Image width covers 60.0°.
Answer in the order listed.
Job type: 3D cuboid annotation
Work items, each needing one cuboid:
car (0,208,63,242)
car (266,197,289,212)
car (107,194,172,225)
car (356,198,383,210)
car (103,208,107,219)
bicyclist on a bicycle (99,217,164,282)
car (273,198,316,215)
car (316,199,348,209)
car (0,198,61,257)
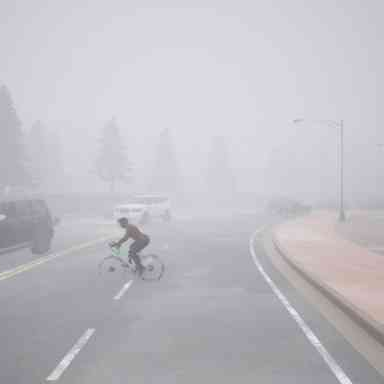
[{"bbox_3d":[-9.085,1.601,17.550,1.895,1.301,4.718,0,0,13],"label":"car"},{"bbox_3d":[10.608,1.352,38.558,4.553,1.767,2.097,0,0,-44],"label":"car"},{"bbox_3d":[-3.427,1.219,24.404,2.150,2.045,5.566,0,0,23],"label":"car"},{"bbox_3d":[23.975,1.547,43.401,5.357,1.411,2.033,0,0,-23],"label":"car"},{"bbox_3d":[-5.520,1.506,28.338,1.837,1.490,4.892,0,0,26],"label":"car"},{"bbox_3d":[-1.524,1.454,8.279,1.656,1.620,0.582,-2,0,2],"label":"bicyclist on a bicycle"},{"bbox_3d":[10.372,1.600,33.591,1.895,1.301,4.718,0,0,41],"label":"car"},{"bbox_3d":[18.748,1.601,44.554,4.718,1.301,1.895,0,0,-30],"label":"car"},{"bbox_3d":[-6.514,1.222,10.531,2.150,2.045,5.566,0,0,6],"label":"car"}]
